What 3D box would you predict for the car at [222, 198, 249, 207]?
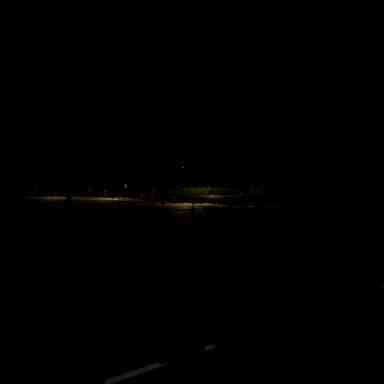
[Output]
[{"bbox_3d":[7.437,1.762,57.369,2.033,1.411,5.357,-2,1,-36],"label":"car"}]
